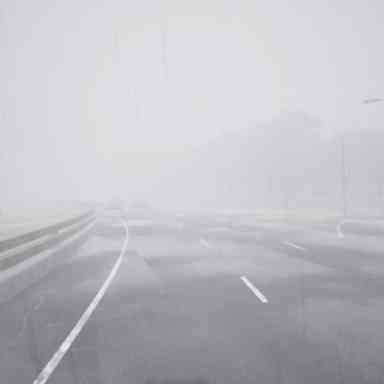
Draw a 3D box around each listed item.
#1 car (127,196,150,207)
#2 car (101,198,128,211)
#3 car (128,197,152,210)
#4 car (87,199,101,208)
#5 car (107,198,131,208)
[{"bbox_3d":[-9.054,1.594,56.403,2.097,1.767,4.553,0,0,-34],"label":"car"},{"bbox_3d":[-10.323,1.778,44.147,1.994,1.385,4.181,0,0,-26],"label":"car"},{"bbox_3d":[-7.135,1.796,45.586,1.895,1.301,4.718,0,0,-26],"label":"car"},{"bbox_3d":[-15.535,1.807,53.512,1.812,1.442,4.674,0,0,-34],"label":"car"},{"bbox_3d":[-12.051,1.750,54.592,2.128,1.511,4.902,0,0,-34],"label":"car"}]
